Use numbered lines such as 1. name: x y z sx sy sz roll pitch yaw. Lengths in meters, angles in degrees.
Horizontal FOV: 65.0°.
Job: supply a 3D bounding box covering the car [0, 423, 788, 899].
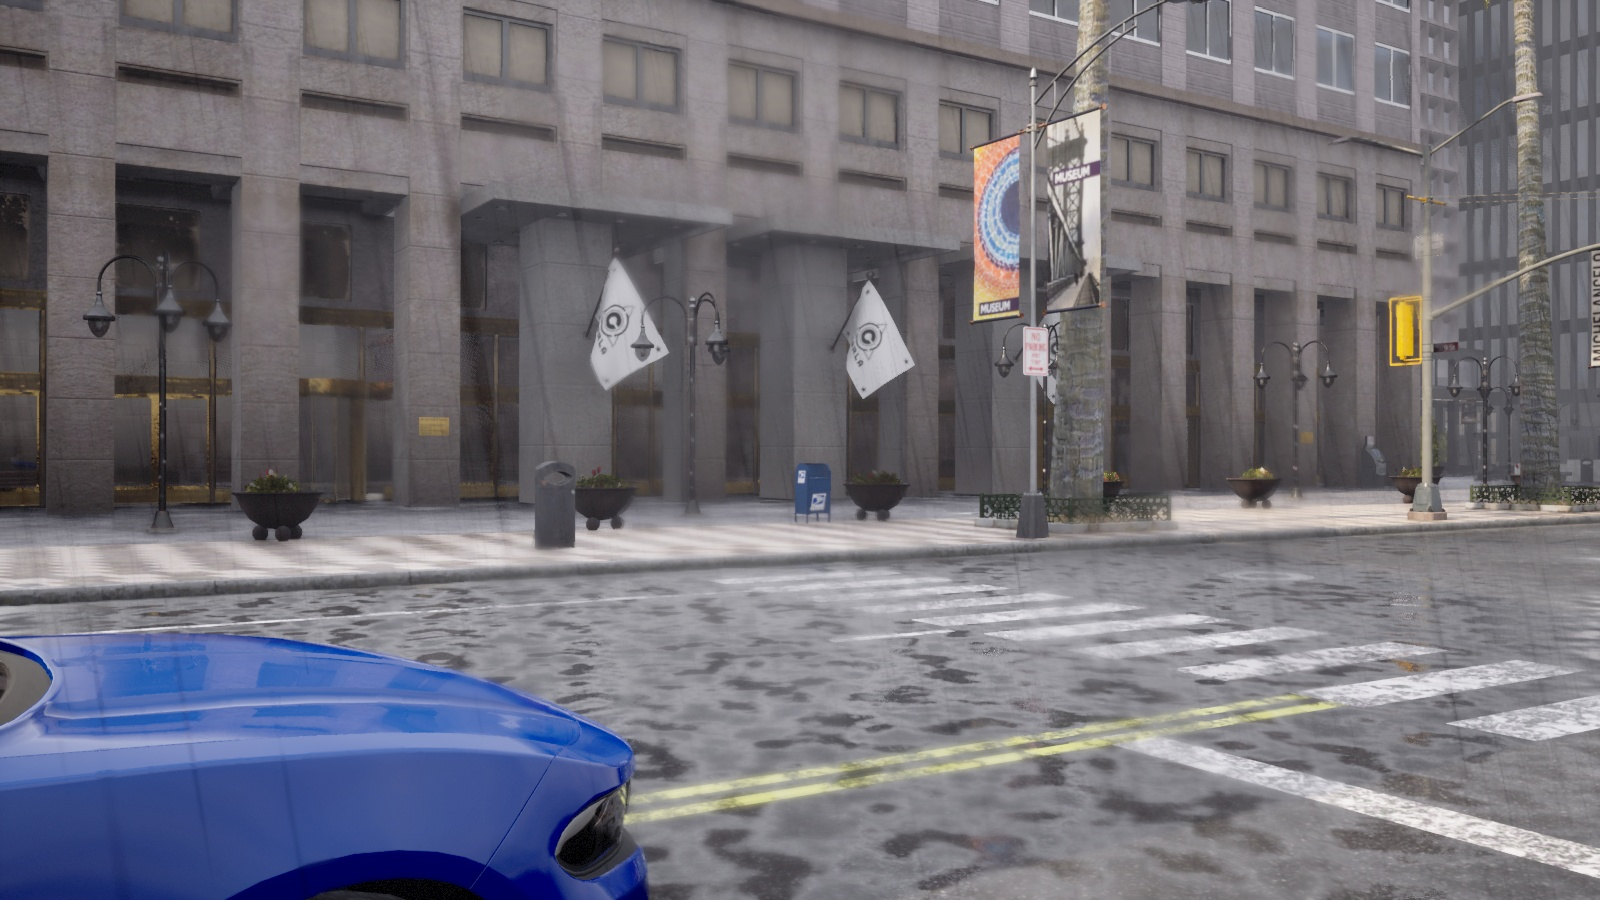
1. car: -2.602 0.733 1.896 5.008 1.535 1.882 0 0 -36
